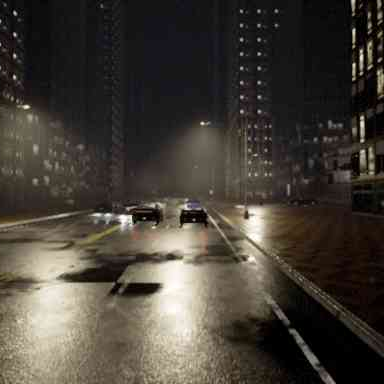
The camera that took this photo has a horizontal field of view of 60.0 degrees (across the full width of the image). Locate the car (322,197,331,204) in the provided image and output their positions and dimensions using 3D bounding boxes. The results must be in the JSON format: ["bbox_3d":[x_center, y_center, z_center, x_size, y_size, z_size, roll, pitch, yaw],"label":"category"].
[{"bbox_3d":[22.026,1.408,58.786,4.829,1.417,1.752,-1,0,-1],"label":"car"}]

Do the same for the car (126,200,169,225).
[{"bbox_3d":[-3.126,1.532,24.318,2.128,1.511,4.902,0,0,0],"label":"car"}]

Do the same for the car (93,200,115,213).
[{"bbox_3d":[-9.760,1.635,37.941,1.994,1.385,4.181,0,0,0],"label":"car"}]

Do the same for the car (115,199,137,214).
[{"bbox_3d":[-6.521,1.558,36.395,2.128,1.511,4.902,0,0,0],"label":"car"}]

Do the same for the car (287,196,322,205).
[{"bbox_3d":[16.736,1.341,50.344,4.403,1.369,2.008,-1,0,-1],"label":"car"}]

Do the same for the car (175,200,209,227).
[{"bbox_3d":[0.122,1.529,23.042,2.128,1.511,4.902,0,0,0],"label":"car"}]

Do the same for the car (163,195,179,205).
[{"bbox_3d":[-3.101,1.590,53.623,1.812,1.442,4.674,0,0,0],"label":"car"}]
